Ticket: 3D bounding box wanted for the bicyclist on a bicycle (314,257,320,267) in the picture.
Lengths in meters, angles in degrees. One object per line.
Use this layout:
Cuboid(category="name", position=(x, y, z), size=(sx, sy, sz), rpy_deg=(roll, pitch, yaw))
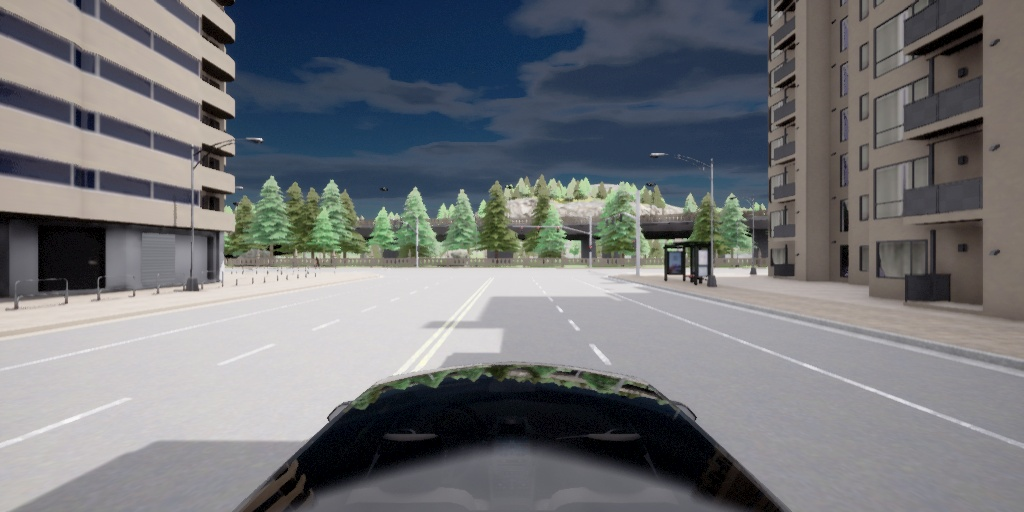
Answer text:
Cuboid(category="bicyclist on a bicycle", position=(-29.457, 0.968, 54.172), size=(0.582, 1.620, 1.656), rpy_deg=(0, 0, 1))
